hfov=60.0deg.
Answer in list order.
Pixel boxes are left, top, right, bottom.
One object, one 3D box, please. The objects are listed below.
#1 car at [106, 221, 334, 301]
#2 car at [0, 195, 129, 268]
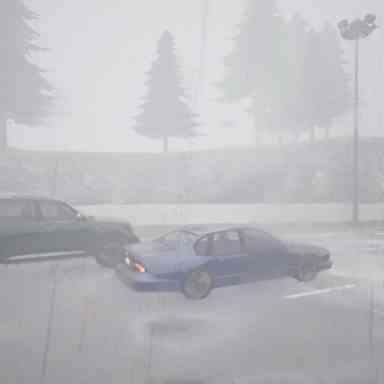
[{"bbox_3d":[0.905,1.483,8.044,5.357,1.411,2.033,0,0,-27],"label":"car"},{"bbox_3d":[-4.283,1.118,9.268,5.566,2.045,2.150,0,0,-33],"label":"car"}]
